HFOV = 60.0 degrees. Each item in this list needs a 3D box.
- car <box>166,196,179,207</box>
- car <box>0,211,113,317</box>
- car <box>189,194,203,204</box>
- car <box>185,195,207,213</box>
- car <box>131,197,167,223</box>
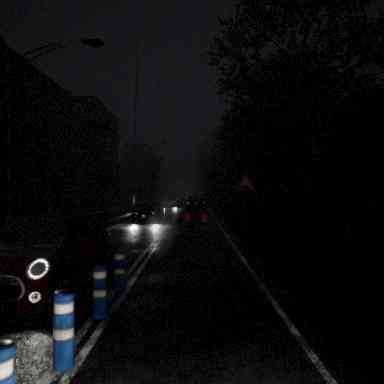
[{"bbox_3d":[-2.824,1.226,43.766,1.812,1.442,4.674,0,0,1],"label":"car"},{"bbox_3d":[-3.374,1.312,7.645,2.097,1.767,4.553,0,0,2],"label":"car"},{"bbox_3d":[0.627,1.113,52.406,2.033,1.411,5.357,0,-1,1],"label":"car"},{"bbox_3d":[0.412,1.125,34.251,2.097,1.767,4.553,0,0,1],"label":"car"},{"bbox_3d":[-3.163,1.352,24.336,1.837,1.490,4.892,0,0,1],"label":"car"}]
